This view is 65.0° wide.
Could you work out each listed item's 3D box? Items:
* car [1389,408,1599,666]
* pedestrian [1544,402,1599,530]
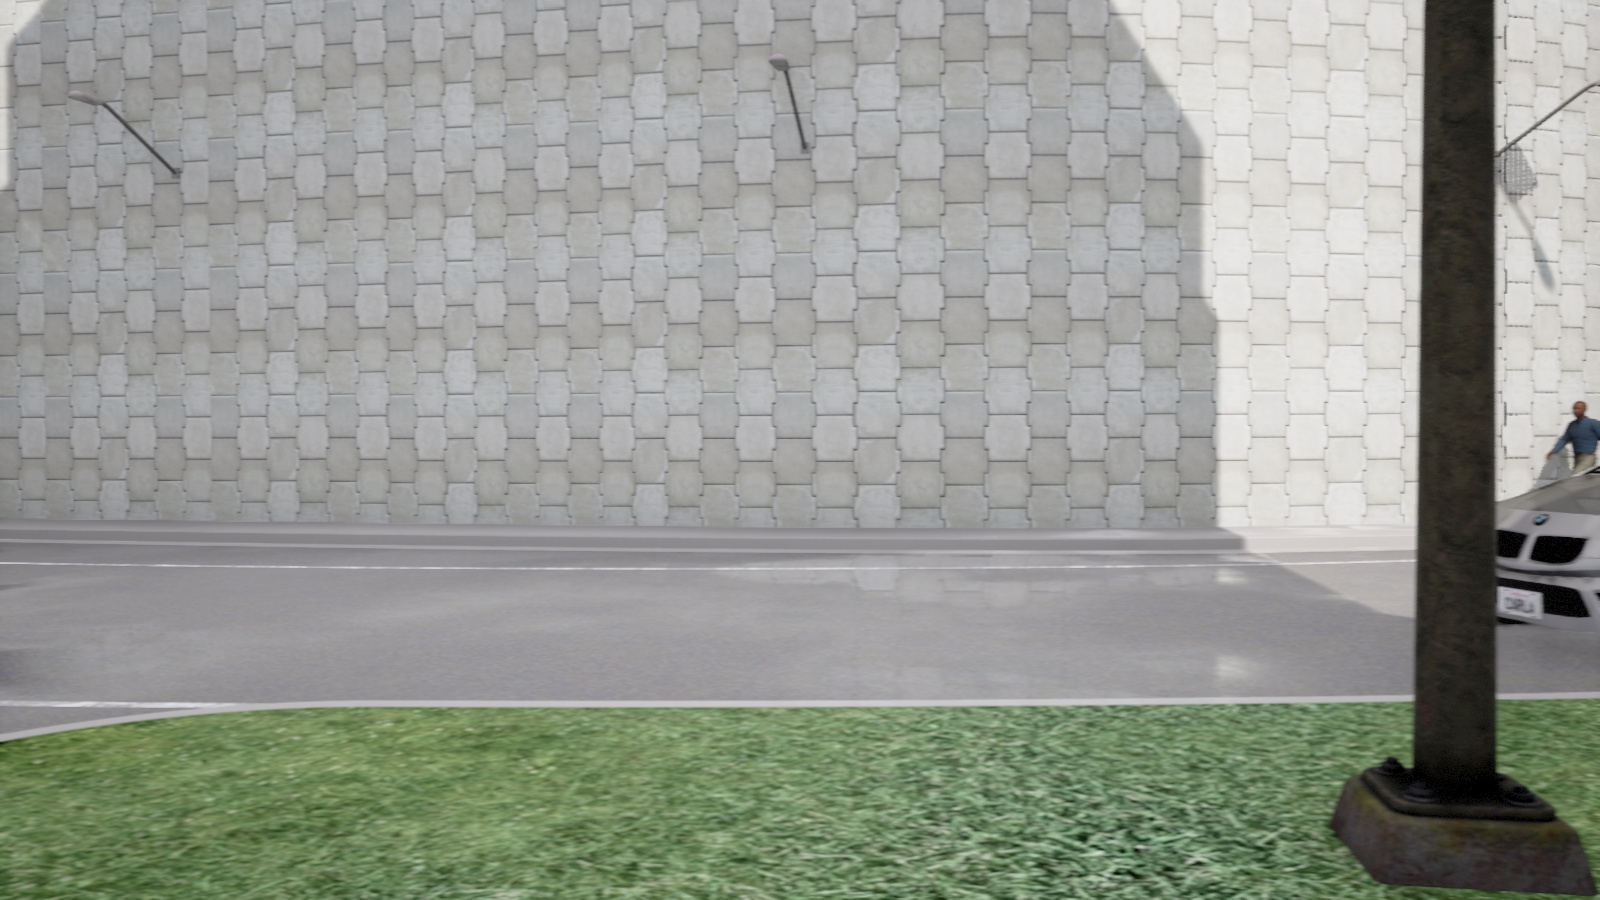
[{"bbox_3d":[7.212,0.547,9.457,4.611,1.667,2.242,0,1,-13],"label":"car"},{"bbox_3d":[11.357,0.229,18.387,0.726,1.835,0.370,0,1,-13],"label":"pedestrian"}]
